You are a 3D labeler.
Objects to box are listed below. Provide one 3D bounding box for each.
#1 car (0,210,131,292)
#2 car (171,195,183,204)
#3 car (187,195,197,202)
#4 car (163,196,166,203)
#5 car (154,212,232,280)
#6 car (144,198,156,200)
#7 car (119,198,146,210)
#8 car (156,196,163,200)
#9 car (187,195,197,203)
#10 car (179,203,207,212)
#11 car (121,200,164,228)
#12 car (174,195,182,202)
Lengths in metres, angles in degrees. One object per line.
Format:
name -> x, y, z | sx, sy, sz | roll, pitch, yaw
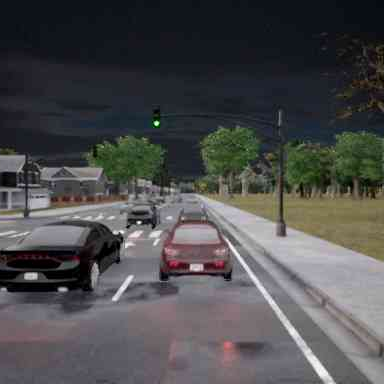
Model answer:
car -> -3.146, 1.492, 8.980 | 1.882, 1.535, 5.008 | 0, 0, 0
car -> -3.231, 1.617, 67.534 | 2.033, 1.411, 5.357 | 0, 0, 0
car -> 0.023, 1.452, 77.954 | 2.128, 1.511, 4.902 | 0, 0, 0
car -> -6.481, 1.547, 67.763 | 1.882, 1.535, 5.008 | 0, 0, 0
car -> 0.103, 1.541, 9.856 | 1.812, 1.442, 4.674 | 0, 0, 0
car -> -6.579, 1.546, 45.328 | 2.128, 1.511, 4.902 | 0, 0, 0
car -> -6.587, 1.649, 36.019 | 1.895, 1.301, 4.718 | 0, 0, 0
car -> -6.555, 1.626, 55.962 | 1.994, 1.385, 4.181 | 0, 0, 0
car -> 0.020, 1.670, 67.979 | 1.895, 1.301, 4.718 | 0, 0, 0
car -> 0.099, 1.635, 22.486 | 1.895, 1.301, 4.718 | 0, 0, 0
car -> -3.145, 1.540, 22.221 | 1.837, 1.490, 4.892 | 0, 1, 0
car -> -3.227, 1.451, 77.955 | 1.812, 1.442, 4.674 | 0, 0, 0
